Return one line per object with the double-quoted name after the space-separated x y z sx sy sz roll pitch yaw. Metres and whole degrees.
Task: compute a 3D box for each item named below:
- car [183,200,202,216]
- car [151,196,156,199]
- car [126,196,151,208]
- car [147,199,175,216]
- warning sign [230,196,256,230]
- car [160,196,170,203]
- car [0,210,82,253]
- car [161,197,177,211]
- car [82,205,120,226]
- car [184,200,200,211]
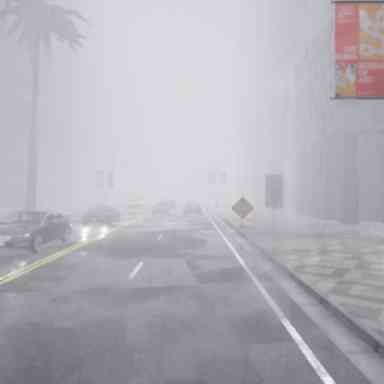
0.065 1.782 34.840 1.895 1.301 4.718 0 0 1 "car"
-9.722 1.630 79.333 2.097 1.767 4.553 0 -1 0 "car"
-6.486 1.354 39.495 1.882 1.535 5.008 0 -1 0 "car"
-3.137 1.729 34.784 2.033 1.411 5.357 0 0 -1 "car"
2.866 1.182 18.906 1.300 1.860 1.060 1 0 0 "warning sign"
-6.472 1.752 79.300 1.882 1.535 5.008 0 -1 0 "car"
-6.591 1.536 13.890 2.128 1.511 4.902 0 0 0 "car"
-3.170 1.638 46.313 2.097 1.767 4.553 0 -1 0 "car"
-6.578 1.666 24.330 1.994 1.385 4.181 0 0 0 "car"
0.032 1.834 46.249 2.033 1.411 5.357 0 -1 0 "car"
